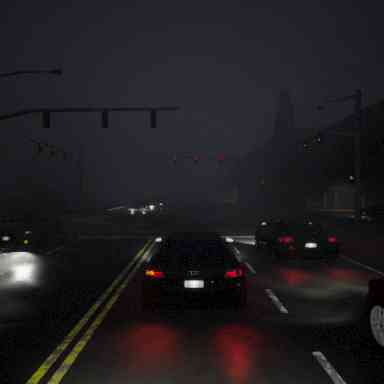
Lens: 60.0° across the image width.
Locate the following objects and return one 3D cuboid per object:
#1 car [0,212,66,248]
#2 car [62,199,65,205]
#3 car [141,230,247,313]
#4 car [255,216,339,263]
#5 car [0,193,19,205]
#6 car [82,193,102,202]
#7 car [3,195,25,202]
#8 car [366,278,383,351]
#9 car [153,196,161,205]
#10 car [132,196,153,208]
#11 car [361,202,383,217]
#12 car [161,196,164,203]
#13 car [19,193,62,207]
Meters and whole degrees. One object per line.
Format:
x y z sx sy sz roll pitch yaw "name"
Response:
-7.063 1.564 14.501 1.994 1.385 4.181 0 0 -2 "car"
-21.516 1.156 50.363 3.866 1.878 1.905 0 0 0 "car"
0.043 1.564 7.773 1.994 1.385 4.181 0 0 0 "car"
3.544 1.564 11.953 1.994 1.385 4.181 0 0 0 "car"
-39.101 1.153 69.941 4.605 1.855 1.932 0 0 0 "car"
-21.581 1.156 69.986 3.866 1.878 1.905 0 0 0 "car"
-39.041 1.364 72.838 3.905 1.438 1.784 0 0 0 "car"
3.595 1.478 3.104 1.882 1.535 5.008 0 0 0 "car"
-7.133 1.491 57.356 2.128 1.511 4.902 0 0 2 "car"
-7.316 1.478 47.806 1.882 1.535 5.008 0 0 1 "car"
18.678 1.547 30.863 5.357 1.411 2.033 0 0 0 "car"
-6.814 1.525 67.871 1.812 1.442 4.674 0 0 2 "car"
-21.566 1.153 47.469 4.605 1.855 1.932 0 0 0 "car"
